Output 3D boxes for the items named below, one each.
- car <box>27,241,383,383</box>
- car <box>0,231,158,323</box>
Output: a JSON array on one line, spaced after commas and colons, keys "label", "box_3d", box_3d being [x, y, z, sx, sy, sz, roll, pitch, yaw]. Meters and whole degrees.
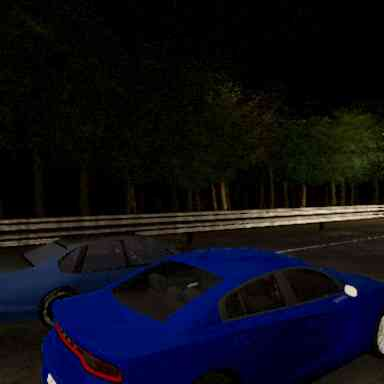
[{"label": "car", "box_3d": [0.807, 1.491, 4.324, 5.008, 1.535, 1.882, 0, 0, -35]}, {"label": "car", "box_3d": [-1.563, 1.559, 6.931, 5.357, 1.411, 2.033, 0, 0, -35]}]
